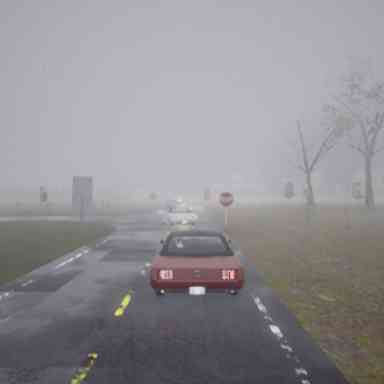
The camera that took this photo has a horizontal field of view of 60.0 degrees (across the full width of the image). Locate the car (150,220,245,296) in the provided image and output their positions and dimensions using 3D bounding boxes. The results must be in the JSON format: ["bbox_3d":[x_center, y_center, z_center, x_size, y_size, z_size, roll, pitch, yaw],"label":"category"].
[{"bbox_3d":[0.100,1.643,8.694,1.895,1.301,4.718,0,0,0],"label":"car"}]

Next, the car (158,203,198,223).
[{"bbox_3d":[-1.176,1.716,24.182,1.895,1.301,4.718,0,0,-18],"label":"car"}]

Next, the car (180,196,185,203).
[{"bbox_3d":[-2.784,1.760,62.362,1.882,1.535,5.008,0,0,1],"label":"car"}]

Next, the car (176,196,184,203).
[{"bbox_3d":[-2.733,1.797,77.524,1.837,1.490,4.892,0,0,0],"label":"car"}]

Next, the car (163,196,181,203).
[{"bbox_3d":[-2.832,1.716,45.781,1.837,1.490,4.892,0,0,0],"label":"car"}]
